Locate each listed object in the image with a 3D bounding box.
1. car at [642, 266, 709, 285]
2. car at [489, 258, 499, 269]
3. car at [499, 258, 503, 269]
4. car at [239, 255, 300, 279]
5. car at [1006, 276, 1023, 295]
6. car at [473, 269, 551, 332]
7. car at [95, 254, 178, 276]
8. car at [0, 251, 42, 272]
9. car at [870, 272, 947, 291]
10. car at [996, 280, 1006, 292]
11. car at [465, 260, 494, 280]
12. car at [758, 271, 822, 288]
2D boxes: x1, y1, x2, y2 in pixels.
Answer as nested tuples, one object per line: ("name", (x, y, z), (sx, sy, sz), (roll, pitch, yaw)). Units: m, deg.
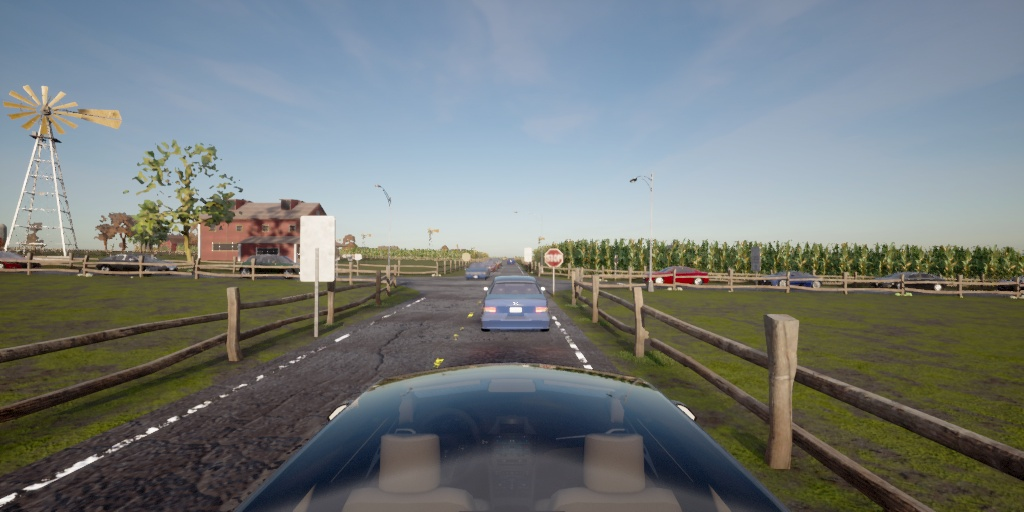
("car", (13.143, 1.588, 28.930), (5.008, 1.535, 1.882), (1, -1, 0))
("car", (-2.944, 1.299, 44.839), (1.812, 1.442, 4.674), (0, 0, 0))
("car", (-2.958, 1.139, 56.954), (2.097, 1.767, 4.553), (0, 0, 0))
("car", (-17.094, 0.721, 26.162), (4.553, 1.767, 2.097), (1, -1, 0))
("car", (39.470, 2.189, 25.827), (4.892, 1.490, 1.837), (1, -1, 0))
("car", (0.081, 1.300, 10.851), (2.033, 1.411, 5.357), (0, 0, 0))
("car", (-27.303, 0.623, 26.221), (4.902, 1.511, 2.128), (1, -1, 0))
("car", (-37.745, 0.369, 26.294), (5.008, 1.535, 1.882), (2, -1, 0))
("car", (31.777, 2.046, 28.816), (4.892, 1.490, 1.837), (1, -1, 0))
("car", (42.149, 2.257, 28.723), (5.008, 1.535, 1.882), (1, -1, 1))
("car", (-2.917, 1.309, 31.329), (2.033, 1.411, 5.357), (0, 0, 0))
("car", (22.344, 1.888, 28.885), (4.181, 1.385, 1.994), (1, -1, 0))
